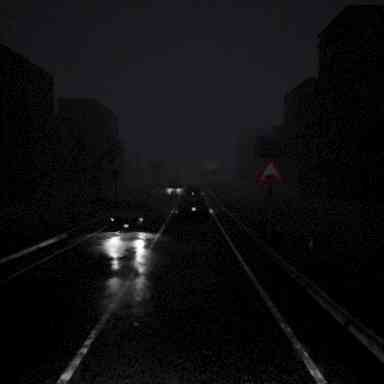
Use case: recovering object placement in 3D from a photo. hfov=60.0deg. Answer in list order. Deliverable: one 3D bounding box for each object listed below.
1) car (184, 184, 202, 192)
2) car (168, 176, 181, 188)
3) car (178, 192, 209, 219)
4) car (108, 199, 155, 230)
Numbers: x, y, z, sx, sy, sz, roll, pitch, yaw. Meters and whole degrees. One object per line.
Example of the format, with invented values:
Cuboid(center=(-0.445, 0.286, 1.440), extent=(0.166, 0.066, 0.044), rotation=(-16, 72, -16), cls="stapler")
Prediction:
Cuboid(center=(0.100, -0.238, 40.816), extent=(1.837, 1.490, 4.892), rotation=(0, 4, 0), cls="car")
Cuboid(center=(-3.043, -1.772, 58.682), extent=(2.150, 2.045, 5.566), rotation=(0, 4, 1), cls="car")
Cuboid(center=(0.103, 0.933, 22.224), extent=(1.994, 1.385, 4.181), rotation=(0, 2, 0), cls="car")
Cuboid(center=(-3.096, 1.088, 18.222), extent=(2.033, 1.411, 5.357), rotation=(0, 3, -1), cls="car")
